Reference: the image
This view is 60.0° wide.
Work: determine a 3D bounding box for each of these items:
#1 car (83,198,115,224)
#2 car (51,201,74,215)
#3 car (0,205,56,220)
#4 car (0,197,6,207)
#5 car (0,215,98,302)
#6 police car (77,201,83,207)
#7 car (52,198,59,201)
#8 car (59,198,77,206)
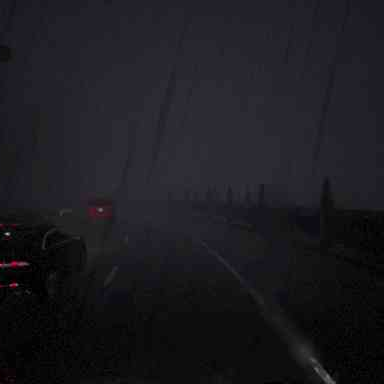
[{"bbox_3d":[-7.528,1.471,27.362,2.150,2.045,5.566,0,-1,-16],"label":"car"},{"bbox_3d":[-14.233,1.943,36.202,1.895,1.301,4.718,0,-1,-21],"label":"car"},{"bbox_3d":[-8.808,1.677,17.496,1.837,1.490,4.892,0,-1,-11],"label":"car"},{"bbox_3d":[-24.122,1.630,40.734,2.150,2.045,5.566,0,-1,-27],"label":"car"},{"bbox_3d":[-4.007,1.574,8.363,2.128,1.511,4.902,0,0,-5],"label":"car"},{"bbox_3d":[-19.079,1.993,61.845,1.930,1.638,5.238,0,-1,-35],"label":"police car"},{"bbox_3d":[-30.296,2.215,75.214,1.837,1.490,4.892,0,-1,-45],"label":"car"},{"bbox_3d":[-25.812,2.135,70.382,1.882,1.535,5.008,0,-1,-41],"label":"car"}]
